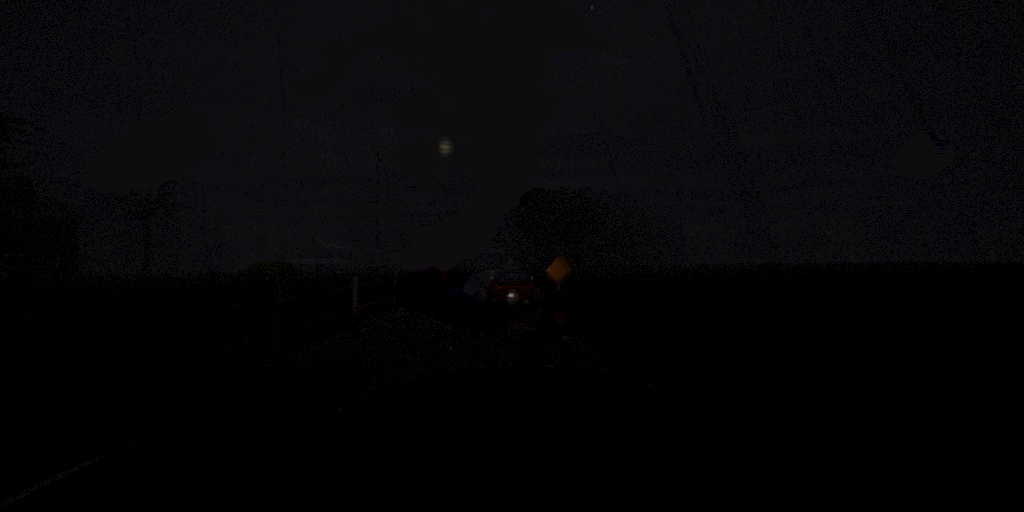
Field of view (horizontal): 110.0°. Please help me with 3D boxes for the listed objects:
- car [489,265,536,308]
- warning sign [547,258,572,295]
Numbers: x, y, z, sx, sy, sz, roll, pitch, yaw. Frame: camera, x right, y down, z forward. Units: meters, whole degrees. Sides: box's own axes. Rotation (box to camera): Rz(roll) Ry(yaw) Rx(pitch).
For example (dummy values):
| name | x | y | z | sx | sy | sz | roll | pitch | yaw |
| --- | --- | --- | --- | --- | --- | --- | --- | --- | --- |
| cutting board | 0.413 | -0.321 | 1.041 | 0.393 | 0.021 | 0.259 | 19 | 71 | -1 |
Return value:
| name | x | y | z | sx | sy | sz | roll | pitch | yaw |
| --- | --- | --- | --- | --- | --- | --- | --- | --- | --- |
| car | 0.018 | 1.360 | 16.106 | 1.882 | 1.535 | 5.008 | 0 | 0 | 0 |
| warning sign | 2.445 | 1.021 | 18.546 | 1.300 | 1.860 | 1.060 | 0 | 0 | 0 |
